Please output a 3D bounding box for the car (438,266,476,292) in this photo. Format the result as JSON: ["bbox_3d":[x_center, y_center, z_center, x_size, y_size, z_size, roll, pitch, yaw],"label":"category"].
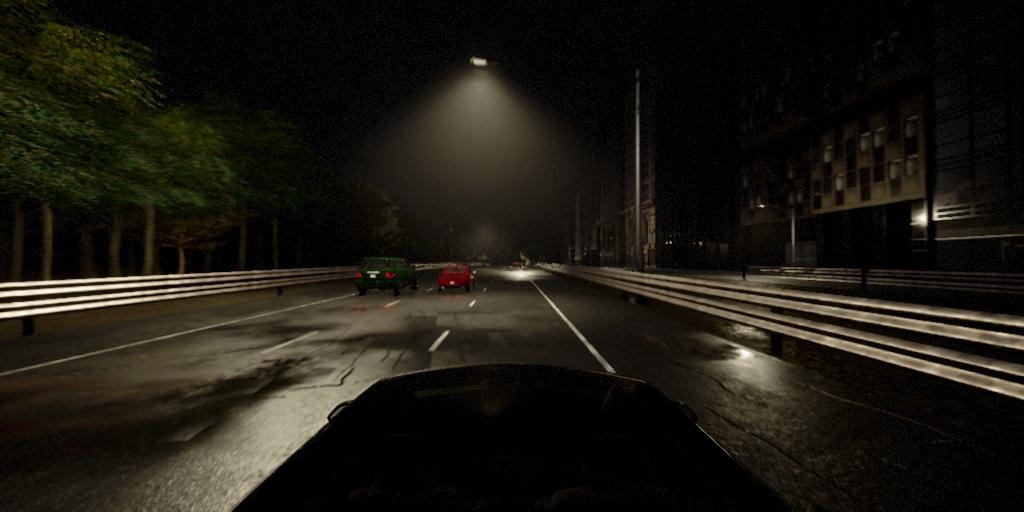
[{"bbox_3d":[-3.407,1.379,22.900,1.882,1.535,5.008,0,0,0],"label":"car"}]

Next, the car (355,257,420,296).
[{"bbox_3d":[-6.905,1.105,20.487,2.150,2.045,5.566,0,0,0],"label":"car"}]
